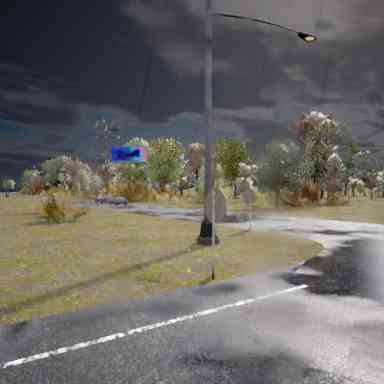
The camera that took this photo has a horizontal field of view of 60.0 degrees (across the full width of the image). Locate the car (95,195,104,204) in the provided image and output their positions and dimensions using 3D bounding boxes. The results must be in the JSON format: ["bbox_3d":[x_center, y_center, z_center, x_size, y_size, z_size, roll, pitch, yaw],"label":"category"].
[{"bbox_3d":[-16.245,1.235,60.889,2.097,1.767,4.553,0,0,-34],"label":"car"}]

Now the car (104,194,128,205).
[{"bbox_3d":[-12.274,1.443,54.997,2.033,1.411,5.357,0,0,-33],"label":"car"}]
